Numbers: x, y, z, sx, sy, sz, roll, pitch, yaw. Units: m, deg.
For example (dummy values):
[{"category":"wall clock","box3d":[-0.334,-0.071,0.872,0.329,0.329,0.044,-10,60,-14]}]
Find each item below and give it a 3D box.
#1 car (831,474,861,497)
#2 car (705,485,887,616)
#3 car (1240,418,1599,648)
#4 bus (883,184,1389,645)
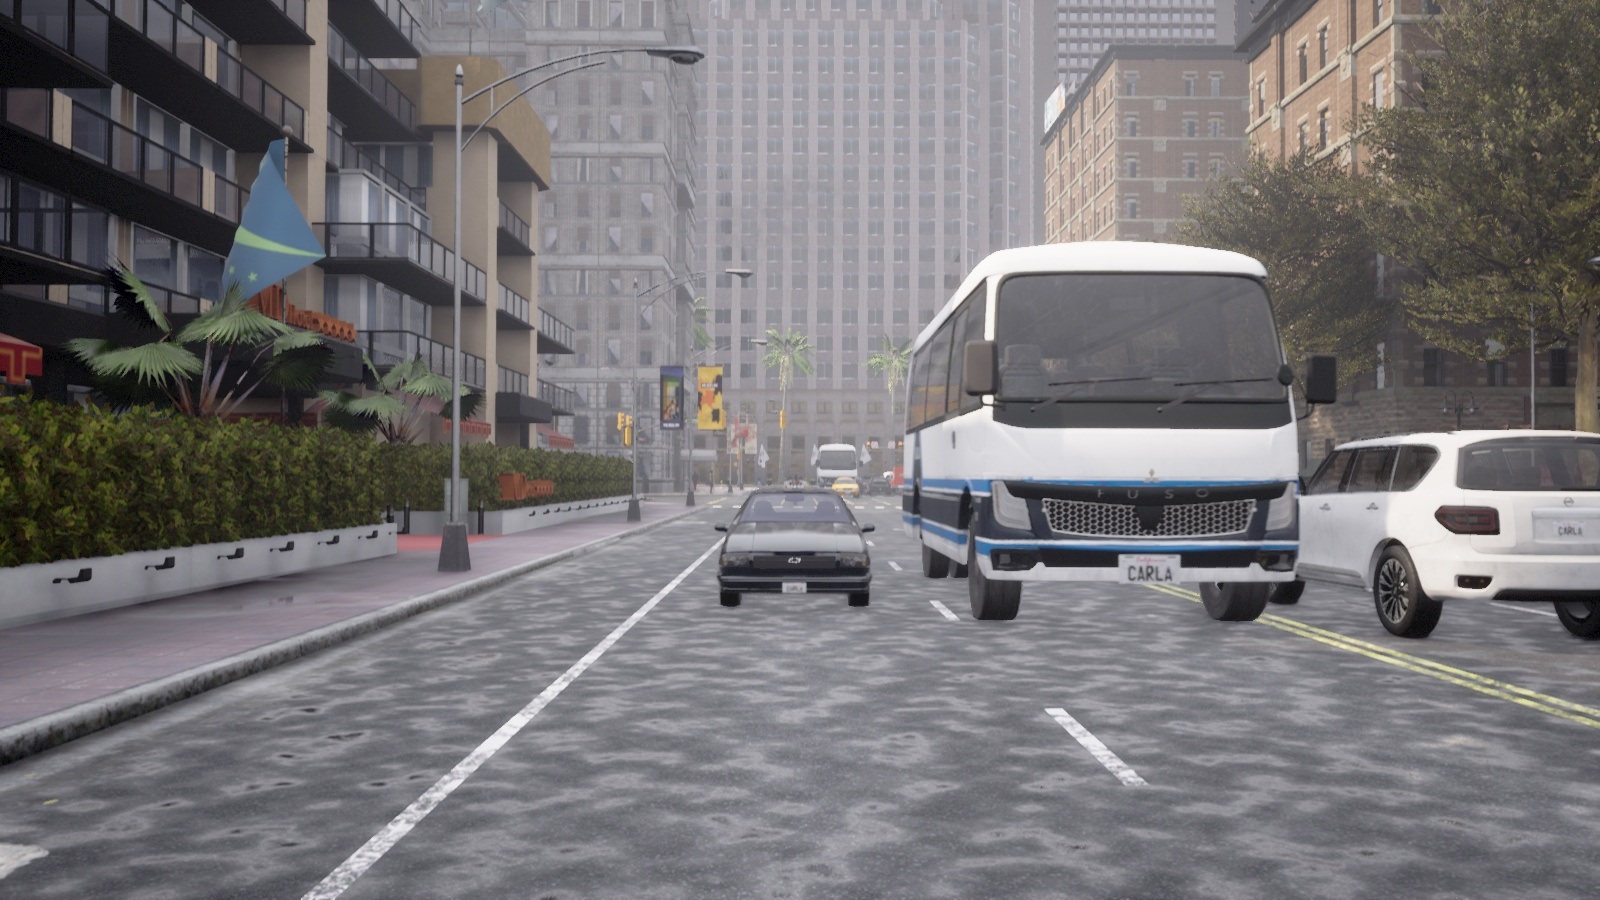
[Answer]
[{"category":"car","box3d":[3.270,2.548,90.132,1.801,1.575,5.366,0,-1,-2]},{"category":"car","box3d":[-0.056,1.202,16.725,2.033,1.411,5.357,0,-1,0]},{"category":"car","box3d":[6.943,0.790,13.958,2.150,2.045,5.566,0,-1,0]},{"category":"bus","box3d":[3.438,-0.235,16.752,3.944,4.253,10.273,0,-1,0]}]
